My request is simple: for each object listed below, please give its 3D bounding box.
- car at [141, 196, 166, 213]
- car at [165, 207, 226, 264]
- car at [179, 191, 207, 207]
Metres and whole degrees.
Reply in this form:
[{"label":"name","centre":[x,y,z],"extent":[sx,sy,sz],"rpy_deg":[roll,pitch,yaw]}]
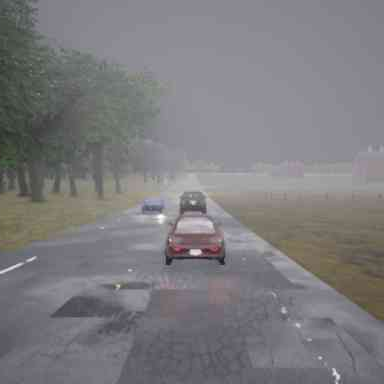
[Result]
[{"label":"car","centre":[-3.601,1.107,31.544],"extent":[1.882,1.535,5.008],"rpy_deg":[0,1,0]},{"label":"car","centre":[0.096,1.479,11.507],"extent":[1.812,1.442,4.674],"rpy_deg":[0,1,0]},{"label":"car","centre":[0.086,0.924,28.286],"extent":[2.150,2.045,5.566],"rpy_deg":[0,1,0]}]
